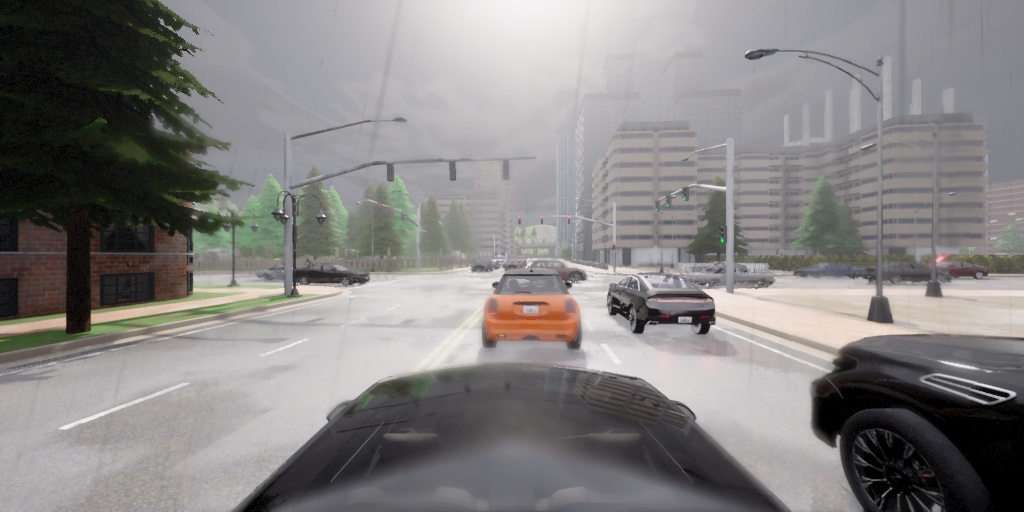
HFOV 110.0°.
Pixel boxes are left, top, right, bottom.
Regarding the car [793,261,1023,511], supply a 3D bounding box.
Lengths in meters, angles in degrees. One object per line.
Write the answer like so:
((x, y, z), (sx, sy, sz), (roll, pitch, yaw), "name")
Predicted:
((3.708, 0.972, 0.741), (2.150, 2.045, 5.566), (0, 0, 0), "car")

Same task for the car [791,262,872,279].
((28.849, 1.297, 32.526), (5.357, 1.411, 2.033), (0, 0, 4), "car")

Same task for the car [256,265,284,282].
((-17.573, 1.350, 28.653), (4.718, 1.301, 1.895), (0, 0, 4), "car")

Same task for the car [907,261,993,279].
((38.752, 1.227, 31.805), (5.008, 1.535, 1.882), (0, 0, 4), "car")

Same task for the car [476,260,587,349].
((0.517, 1.102, 9.350), (2.097, 1.767, 4.553), (0, 0, 3), "car")

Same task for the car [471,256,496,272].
((-3.761, 1.101, 45.866), (2.097, 1.767, 4.553), (0, 0, 6), "car")

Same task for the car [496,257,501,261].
((-3.026, 1.241, 54.785), (2.128, 1.511, 4.902), (0, 0, 4), "car")

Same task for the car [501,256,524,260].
((0.134, 1.101, 50.038), (2.097, 1.767, 4.553), (0, 0, 4), "car")

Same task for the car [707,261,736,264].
((19.001, 1.241, 33.236), (4.902, 1.511, 2.128), (0, 0, 4), "car")

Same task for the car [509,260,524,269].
((0.779, 1.313, 58.634), (1.994, 1.385, 4.181), (0, 0, 5), "car")

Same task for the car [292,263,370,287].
((-12.215, 1.227, 24.484), (5.008, 1.535, 1.882), (0, 0, 9), "car")

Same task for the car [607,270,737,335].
((4.092, 1.241, 10.578), (2.128, 1.511, 4.902), (0, 0, 4), "car")

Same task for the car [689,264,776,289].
((13.882, 1.350, 22.875), (4.718, 1.301, 1.895), (0, 0, 4), "car")

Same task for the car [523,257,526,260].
((3.333, 1.101, 27.144), (4.553, 1.767, 2.097), (0, 0, 4), "car")

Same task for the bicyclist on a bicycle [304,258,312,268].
((-22.760, 1.050, 40.035), (0.582, 1.620, 1.656), (0, 0, 4), "bicyclist on a bicycle")

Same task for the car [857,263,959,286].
((27.874, 1.254, 25.377), (4.892, 1.490, 1.837), (0, 0, 4), "car")
